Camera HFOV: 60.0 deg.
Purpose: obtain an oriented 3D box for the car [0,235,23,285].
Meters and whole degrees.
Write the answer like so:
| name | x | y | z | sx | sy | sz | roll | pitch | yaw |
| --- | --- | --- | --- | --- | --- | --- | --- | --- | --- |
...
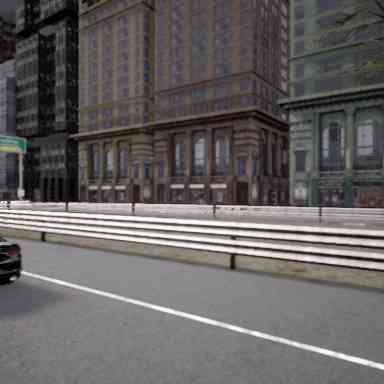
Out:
| name | x | y | z | sx | sy | sz | roll | pitch | yaw |
| --- | --- | --- | --- | --- | --- | --- | --- | --- | --- |
| car | -6.264 | 1.518 | 8.406 | 5.008 | 1.535 | 1.882 | 0 | 0 | 36 |
